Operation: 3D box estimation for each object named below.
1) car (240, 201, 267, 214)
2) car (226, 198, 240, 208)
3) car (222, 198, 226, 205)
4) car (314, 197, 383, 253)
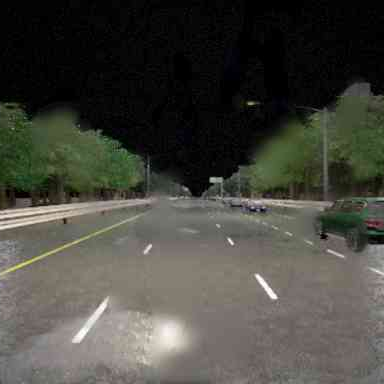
[{"bbox_3d":[7.079,1.725,37.772,1.895,1.301,4.718,0,0,0],"label":"car"},{"bbox_3d":[7.163,1.861,54.390,1.994,1.385,4.181,0,-1,0],"label":"car"},{"bbox_3d":[7.265,2.016,69.576,2.128,1.511,4.902,0,-1,0],"label":"car"},{"bbox_3d":[7.011,1.230,13.851,2.150,2.045,5.566,0,0,0],"label":"car"}]
